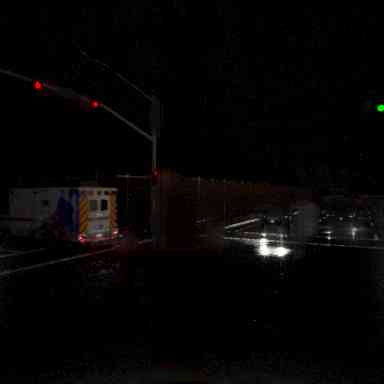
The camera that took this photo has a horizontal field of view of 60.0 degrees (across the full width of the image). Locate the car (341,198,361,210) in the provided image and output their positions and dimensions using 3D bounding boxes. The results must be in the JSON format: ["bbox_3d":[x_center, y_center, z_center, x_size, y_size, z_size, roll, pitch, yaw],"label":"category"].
[{"bbox_3d":[14.879,1.557,31.779,1.994,1.385,4.181,0,0,27],"label":"car"}]

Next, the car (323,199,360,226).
[{"bbox_3d":[10.825,1.492,23.848,1.837,1.490,4.892,0,0,27],"label":"car"}]

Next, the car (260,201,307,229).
[{"bbox_3d":[5.893,1.478,21.898,2.128,1.511,4.902,0,0,27],"label":"car"}]

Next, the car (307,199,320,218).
[{"bbox_3d":[10.122,1.518,30.142,1.812,1.442,4.674,0,0,27],"label":"car"}]

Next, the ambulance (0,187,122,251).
[{"bbox_3d":[-6.256,1.068,14.500,6.366,2.431,2.351,-1,0,27],"label":"ambulance"}]

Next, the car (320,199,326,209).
[{"bbox_3d":[16.208,1.548,42.064,2.033,1.411,5.357,0,0,27],"label":"car"}]

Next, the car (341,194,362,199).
[{"bbox_3d":[20.671,1.223,43.082,2.150,2.045,5.566,0,0,27],"label":"car"}]
